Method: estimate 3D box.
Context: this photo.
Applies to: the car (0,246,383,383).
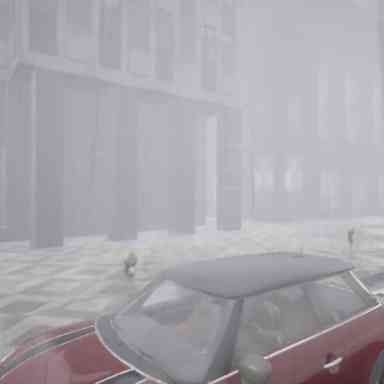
[{"bbox_3d":[0.198,1.433,3.105,4.097,1.590,1.967,0,0,-35],"label":"car"}]
